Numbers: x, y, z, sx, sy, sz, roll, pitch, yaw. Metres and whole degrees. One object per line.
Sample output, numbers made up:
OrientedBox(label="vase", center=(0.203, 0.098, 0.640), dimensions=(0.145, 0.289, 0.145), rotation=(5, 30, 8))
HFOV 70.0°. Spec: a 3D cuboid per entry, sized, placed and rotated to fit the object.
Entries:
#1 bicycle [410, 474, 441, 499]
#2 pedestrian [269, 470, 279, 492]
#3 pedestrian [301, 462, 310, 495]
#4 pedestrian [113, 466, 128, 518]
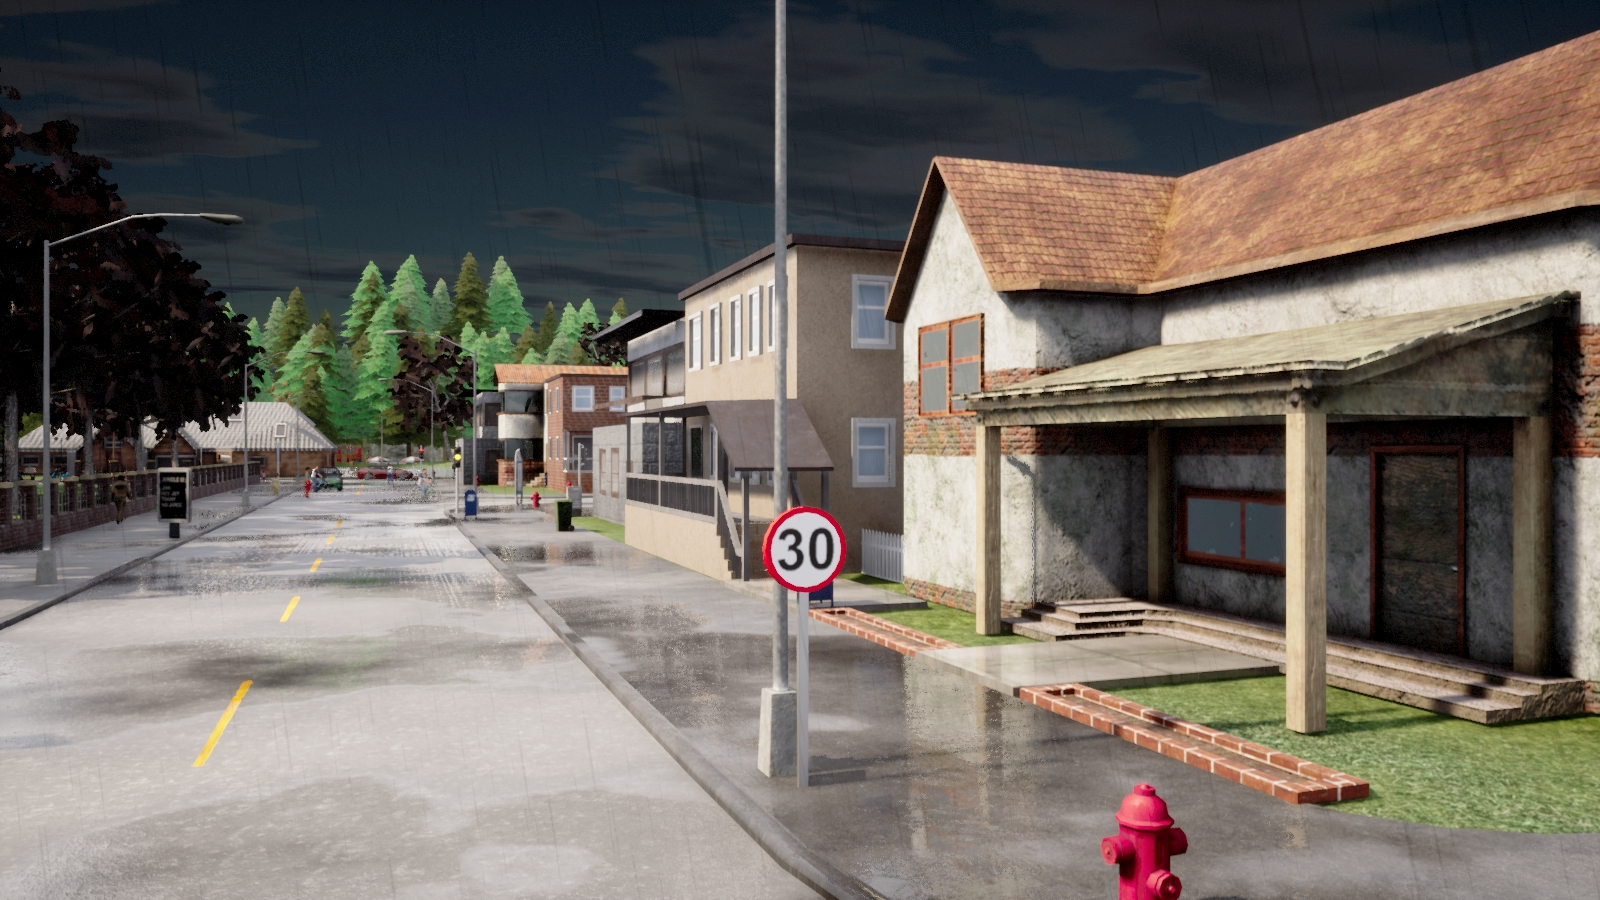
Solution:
OrientedBox(label="bicycle", center=(-19.974, 1.936, 60.953), dimensions=(1.643, 1.296, 0.373), rotation=(0, -2, 18))
OrientedBox(label="pedestrian", center=(-30.839, 1.803, 67.022), dimensions=(0.375, 1.300, 0.375), rotation=(0, 0, 15))
OrientedBox(label="pedestrian", center=(-27.970, 1.628, 64.641), dimensions=(0.375, 1.860, 0.375), rotation=(0, 0, -34))
OrientedBox(label="pedestrian", center=(-24.493, 1.524, 41.186), dimensions=(0.375, 1.860, 0.375), rotation=(0, 0, -20))
